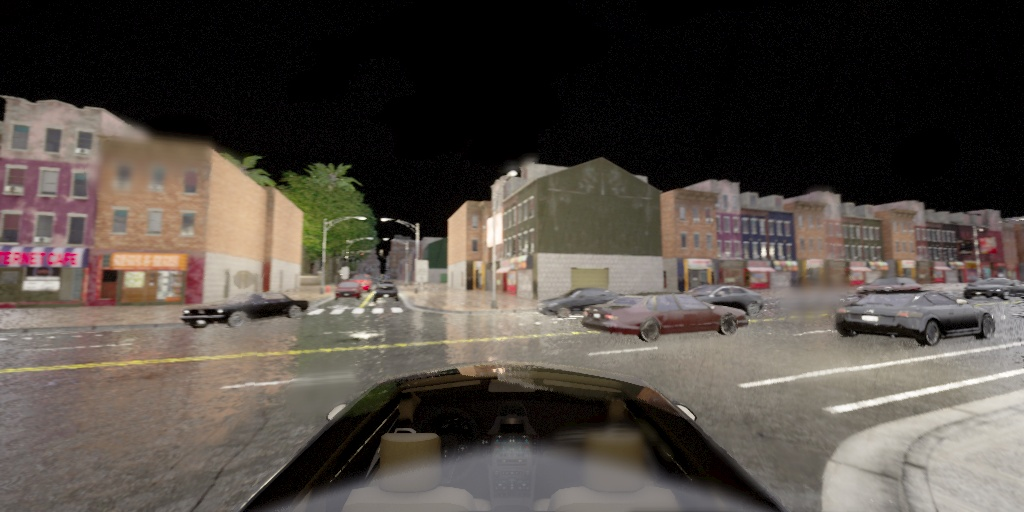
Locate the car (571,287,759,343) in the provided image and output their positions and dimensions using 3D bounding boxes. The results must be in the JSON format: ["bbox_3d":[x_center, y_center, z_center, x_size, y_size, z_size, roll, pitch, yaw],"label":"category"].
[{"bbox_3d":[4.847,1.835,11.429,5.357,1.411,2.033,1,-4,-20],"label":"car"}]

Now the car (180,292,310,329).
[{"bbox_3d":[-11.099,2.244,15.354,1.895,1.301,4.718,-3,-4,8],"label":"car"}]

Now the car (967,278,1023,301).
[{"bbox_3d":[34.583,2.358,25.635,4.892,1.490,1.837,1,-5,-19],"label":"car"}]

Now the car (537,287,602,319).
[{"bbox_3d":[3.568,2.318,18.096,4.674,1.442,1.812,1,-4,-19],"label":"car"}]

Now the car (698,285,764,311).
[{"bbox_3d":[9.349,2.099,16.687,4.902,1.511,2.128,1,-4,-20],"label":"car"}]

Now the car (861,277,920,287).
[{"bbox_3d":[28.202,2.403,26.841,4.553,1.767,2.097,0,-4,-19],"label":"car"}]

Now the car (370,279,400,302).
[{"bbox_3d":[-10.199,2.848,29.104,1.837,1.490,4.892,1,-3,-19],"label":"car"}]

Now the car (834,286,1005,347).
[{"bbox_3d":[11.571,1.681,10.380,4.181,1.385,1.994,1,-4,-20],"label":"car"}]

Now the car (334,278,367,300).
[{"bbox_3d":[-13.742,2.872,30.392,1.882,1.535,5.008,1,-3,-19],"label":"car"}]

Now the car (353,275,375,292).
[{"bbox_3d":[-18.106,3.290,43.084,2.150,2.045,5.566,1,-3,-19],"label":"car"}]
